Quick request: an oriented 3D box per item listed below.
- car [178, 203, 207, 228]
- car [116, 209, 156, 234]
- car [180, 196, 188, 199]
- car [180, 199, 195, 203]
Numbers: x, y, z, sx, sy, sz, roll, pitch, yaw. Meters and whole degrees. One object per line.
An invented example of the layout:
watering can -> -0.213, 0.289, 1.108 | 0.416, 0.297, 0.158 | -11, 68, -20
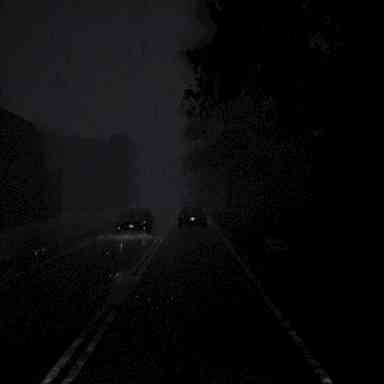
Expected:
car -> 0.029, 1.757, 23.932 | 1.994, 1.385, 4.181 | 0, 0, 0
car -> -3.378, 1.732, 20.538 | 1.994, 1.385, 4.181 | 0, 0, 0
car -> -1.959, 1.629, 82.118 | 2.033, 1.411, 5.357 | 0, 1, -3
car -> -0.293, 1.912, 42.744 | 1.895, 1.301, 4.718 | 0, 0, -1
